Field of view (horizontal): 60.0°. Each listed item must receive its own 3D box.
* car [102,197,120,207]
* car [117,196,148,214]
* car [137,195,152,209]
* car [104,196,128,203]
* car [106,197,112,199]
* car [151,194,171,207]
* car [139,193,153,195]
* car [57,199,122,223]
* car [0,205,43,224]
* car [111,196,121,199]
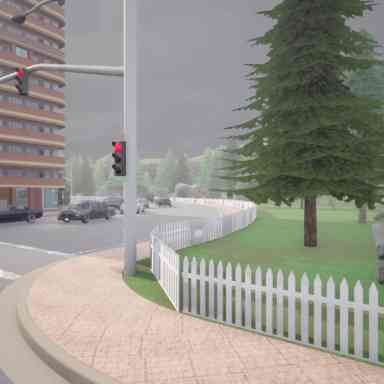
[{"bbox_3d":[-12.621,1.508,51.542,1.994,1.385,4.181,0,0,-24],"label":"car"},{"bbox_3d":[-6.140,1.470,34.704,1.812,1.442,4.674,0,0,3],"label":"car"},{"bbox_3d":[-6.897,1.470,44.895,1.812,1.442,4.674,0,0,-13],"label":"car"},{"bbox_3d":[-15.617,1.492,67.872,5.357,1.411,2.033,0,0,42],"label":"car"},{"bbox_3d":[-9.853,1.492,31.812,2.033,1.411,5.357,0,0,8],"label":"car"},{"bbox_3d":[-4.502,1.449,50.210,1.837,1.490,4.892,1,0,-17],"label":"car"},{"bbox_3d":[-9.557,1.166,66.407,2.150,2.045,5.566,0,0,-40],"label":"car"},{"bbox_3d":[-7.768,1.492,25.260,2.033,1.411,5.357,0,0,17],"label":"car"},{"bbox_3d":[-12.653,1.545,22.578,1.895,1.301,4.718,0,0,23],"label":"car"},{"bbox_3d":[-9.767,1.492,41.886,2.033,1.411,5.357,0,0,-7],"label":"car"}]
